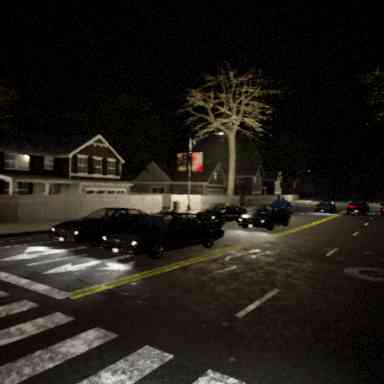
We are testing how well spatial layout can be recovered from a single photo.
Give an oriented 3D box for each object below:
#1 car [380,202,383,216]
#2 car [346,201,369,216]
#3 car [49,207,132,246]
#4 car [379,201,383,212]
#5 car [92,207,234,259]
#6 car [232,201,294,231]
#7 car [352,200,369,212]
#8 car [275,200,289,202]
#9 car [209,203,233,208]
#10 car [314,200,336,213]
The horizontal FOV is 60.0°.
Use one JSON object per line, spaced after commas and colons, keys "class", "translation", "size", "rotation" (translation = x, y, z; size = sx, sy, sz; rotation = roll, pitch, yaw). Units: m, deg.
{"class": "car", "translation": [21.107, 1.860, 35.254], "size": [2.033, 1.411, 5.357], "rotation": [2, 0, 30]}
{"class": "car", "translation": [18.143, 1.737, 36.577], "size": [1.837, 1.490, 4.892], "rotation": [2, 0, 28]}
{"class": "car", "translation": [-3.361, 1.383, 14.518], "size": [2.033, 1.411, 5.357], "rotation": [2, 0, 34]}
{"class": "car", "translation": [26.003, 1.980, 44.083], "size": [1.895, 1.301, 4.718], "rotation": [2, 0, 28]}
{"class": "car", "translation": [-0.783, 1.459, 12.489], "size": [2.033, 1.411, 5.357], "rotation": [2, 0, 37]}
{"class": "car", "translation": [4.744, 1.547, 21.023], "size": [2.033, 1.411, 5.357], "rotation": [2, 0, 32]}
{"class": "car", "translation": [23.134, 1.864, 45.604], "size": [1.994, 1.385, 4.181], "rotation": [2, 0, 28]}
{"class": "car", "translation": [9.172, 1.551, 34.413], "size": [1.812, 1.442, 4.674], "rotation": [2, 0, 31]}
{"class": "car", "translation": [2.124, 1.471, 22.967], "size": [2.033, 1.411, 5.357], "rotation": [2, 0, 33]}
{"class": "car", "translation": [15.889, 1.707, 39.356], "size": [2.033, 1.411, 5.357], "rotation": [2, 0, 30]}
